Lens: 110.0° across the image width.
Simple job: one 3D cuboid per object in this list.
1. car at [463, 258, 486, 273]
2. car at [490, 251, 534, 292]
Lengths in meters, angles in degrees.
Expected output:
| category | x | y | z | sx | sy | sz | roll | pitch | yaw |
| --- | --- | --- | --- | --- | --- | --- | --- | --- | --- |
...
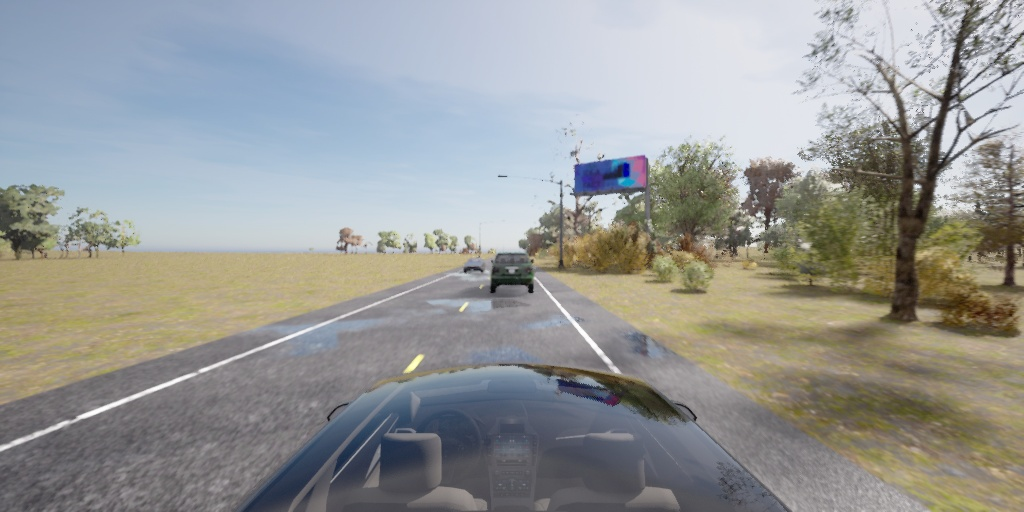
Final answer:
| category | x | y | z | sx | sy | sz | roll | pitch | yaw |
| --- | --- | --- | --- | --- | --- | --- | --- | --- | --- |
| car | -3.503 | 0.867 | 34.510 | 2.033 | 1.411 | 5.357 | 0 | 1 | 0 |
| car | 0.024 | 0.743 | 19.176 | 2.150 | 2.045 | 5.566 | 0 | 1 | 1 |
